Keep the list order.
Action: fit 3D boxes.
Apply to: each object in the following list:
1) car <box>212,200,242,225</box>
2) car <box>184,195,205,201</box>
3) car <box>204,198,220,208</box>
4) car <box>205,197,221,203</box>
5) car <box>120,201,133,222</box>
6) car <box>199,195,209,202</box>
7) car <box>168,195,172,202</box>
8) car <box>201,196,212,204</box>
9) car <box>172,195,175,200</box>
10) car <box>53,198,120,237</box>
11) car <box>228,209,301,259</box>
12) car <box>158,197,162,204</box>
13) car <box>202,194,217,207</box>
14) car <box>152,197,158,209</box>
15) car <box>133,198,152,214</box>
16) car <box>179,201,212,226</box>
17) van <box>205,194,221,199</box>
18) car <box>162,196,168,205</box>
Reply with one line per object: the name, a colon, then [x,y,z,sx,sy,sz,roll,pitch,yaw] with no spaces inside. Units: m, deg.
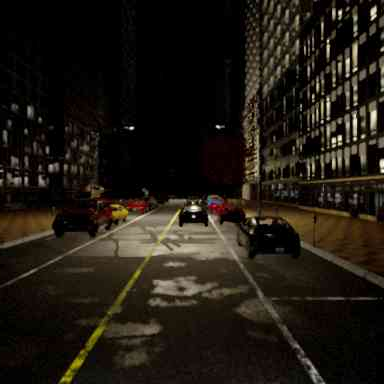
car: [2.694,1.520,23.725,1.887,1.381,4.507,0,0,0]
car: [0.110,1.309,40.646,2.097,1.767,4.553,0,0,0]
car: [2.699,1.501,46.397,2.008,1.369,4.403,0,0,0]
car: [2.696,1.508,35.061,1.887,1.381,4.507,0,0,0]
car: [-5.687,1.501,23.558,1.752,1.417,4.829,0,0,0]
car: [2.705,1.481,74.738,1.947,1.339,4.313,0,0,0]
car: [-5.677,1.506,69.072,1.802,1.307,4.206,0,0,0]
car: [2.702,1.512,63.401,1.802,1.307,4.206,0,0,0]
car: [-5.672,1.460,91.744,1.947,1.339,4.313,0,0,0]
car: [-5.689,1.297,18.060,2.192,1.841,5.009,0,0,0]
car: [2.691,1.537,12.390,2.008,1.369,4.403,0,0,0]
car: [-5.682,1.476,46.230,1.752,1.417,4.829,0,0,0]
car: [2.700,1.259,52.065,2.192,1.841,5.009,0,0,0]
car: [-5.683,1.523,40.732,1.947,1.339,4.313,0,0,0]
car: [-5.684,1.508,35.065,1.887,1.381,4.507,0,0,0]
car: [0.106,1.539,23.292,1.994,1.385,4.181,0,0,0]
van: [2.697,1.298,40.729,1.690,1.788,3.998,0,0,0]
car: [-5.679,1.503,57.736,1.947,1.339,4.313,0,0,0]
